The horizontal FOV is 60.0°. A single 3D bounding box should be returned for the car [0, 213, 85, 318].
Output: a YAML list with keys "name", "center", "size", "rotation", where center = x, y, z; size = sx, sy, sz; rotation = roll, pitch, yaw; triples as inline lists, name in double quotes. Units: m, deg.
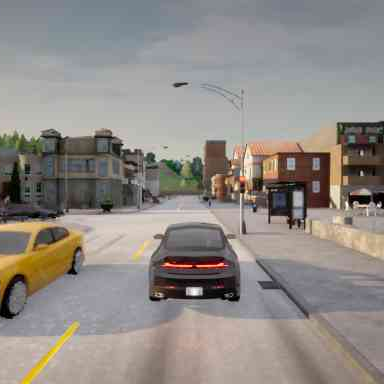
- name: "car"
  center: [-4.035, 1.477, 7.604]
  size: [1.882, 1.535, 5.008]
  rotation: [0, 0, 1]

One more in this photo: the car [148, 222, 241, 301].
- name: "car"
  center: [0.064, 1.505, 8.288]
  size: [1.837, 1.490, 4.892]
  rotation: [0, 0, 1]

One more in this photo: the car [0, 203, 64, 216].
- name: "car"
  center: [-13.054, 1.547, 26.516]
  size: [5.357, 1.411, 2.033]
  rotation: [0, 0, 0]
